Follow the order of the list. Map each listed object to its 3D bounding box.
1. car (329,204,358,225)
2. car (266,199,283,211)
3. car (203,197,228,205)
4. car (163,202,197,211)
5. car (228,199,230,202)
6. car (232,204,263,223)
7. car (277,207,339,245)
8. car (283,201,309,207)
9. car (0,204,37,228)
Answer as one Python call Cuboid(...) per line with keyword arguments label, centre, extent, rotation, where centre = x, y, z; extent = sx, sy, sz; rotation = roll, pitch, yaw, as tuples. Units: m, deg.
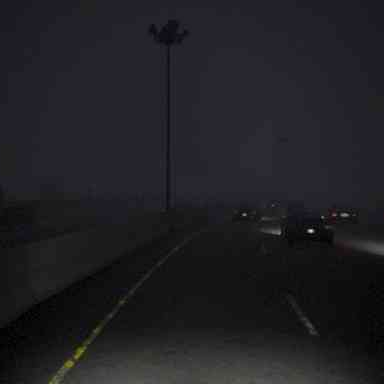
Cuboid(label="car", centre=(11.350, 1.653, 25.424), extent=(2.033, 1.411, 5.357), rotation=(0, 0, 18))
Cuboid(label="car", centre=(10.698, 1.659, 41.742), extent=(2.163, 1.488, 4.792), rotation=(0, 0, 27))
Cuboid(label="car", centre=(3.355, 1.692, 50.603), extent=(1.812, 1.442, 4.674), rotation=(0, 0, 30))
Cuboid(label="car", centre=(-1.036, 1.649, 32.889), extent=(2.033, 1.411, 5.357), rotation=(0, 0, 20))
Cuboid(label="car", centre=(5.176, 1.692, 60.051), extent=(2.128, 1.511, 4.902), rotation=(0, 0, 34))
Cuboid(label="car", centre=(4.468, 1.659, 26.492), extent=(1.994, 1.385, 4.181), rotation=(0, 0, 17))
Cuboid(label="car", centre=(5.409, 1.627, 16.013), extent=(1.994, 1.385, 4.181), rotation=(0, 0, 11))
Cuboid(label="car", centre=(10.582, 1.606, 33.236), extent=(1.882, 1.535, 5.008), rotation=(0, 0, 22))
Cuboid(label="car", centre=(-11.708, 1.544, 20.572), extent=(1.837, 1.490, 4.892), rotation=(0, 0, 12))
